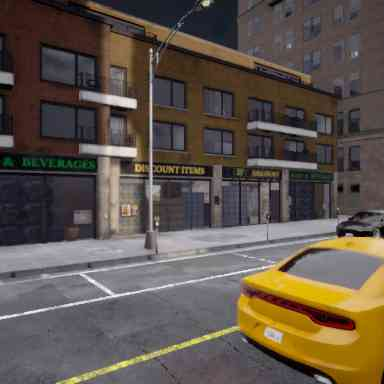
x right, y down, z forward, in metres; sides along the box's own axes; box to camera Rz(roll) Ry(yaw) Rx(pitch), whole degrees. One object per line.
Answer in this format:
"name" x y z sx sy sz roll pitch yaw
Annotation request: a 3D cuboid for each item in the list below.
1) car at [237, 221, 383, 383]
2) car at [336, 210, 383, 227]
"car" 2.950 1.477 5.268 5.008 1.535 1.882 0 0 -35
"car" 8.836 1.567 16.200 4.313 1.339 1.947 0 0 -35
